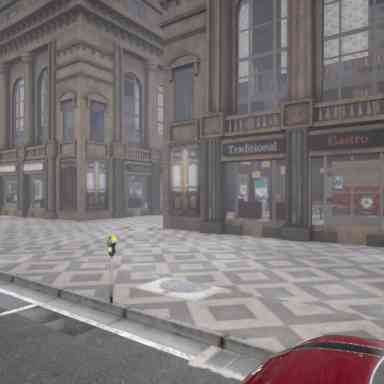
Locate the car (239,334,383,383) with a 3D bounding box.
[{"bbox_3d":[1.982,1.440,1.542,4.097,1.590,1.967,0,0,36],"label":"car"}]
